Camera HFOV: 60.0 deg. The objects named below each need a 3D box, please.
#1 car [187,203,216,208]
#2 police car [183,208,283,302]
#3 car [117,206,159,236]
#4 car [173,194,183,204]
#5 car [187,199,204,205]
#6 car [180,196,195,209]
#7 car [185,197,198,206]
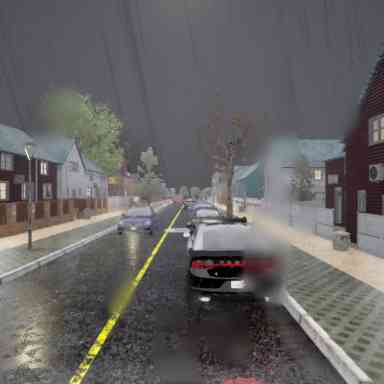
[{"bbox_3d":[0.786,1.536,18.323,1.812,1.442,4.674,0,0,0],"label":"car"},{"bbox_3d":[0.807,1.426,8.433,1.930,1.638,5.238,0,0,0],"label":"police car"},{"bbox_3d":[-2.891,1.536,18.751,1.812,1.442,4.674,0,0,0],"label":"car"},{"bbox_3d":[-2.901,1.508,71.192,2.150,2.045,5.566,0,-1,0],"label":"car"},{"bbox_3d":[0.774,1.500,24.324,1.882,1.535,5.008,0,0,0],"label":"car"},{"bbox_3d":[-0.074,1.595,44.910,2.128,1.511,4.902,0,0,1],"label":"car"},{"bbox_3d":[-0.123,1.679,58.096,2.128,1.511,4.902,0,0,0],"label":"car"}]
